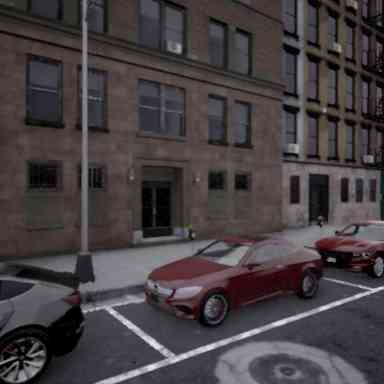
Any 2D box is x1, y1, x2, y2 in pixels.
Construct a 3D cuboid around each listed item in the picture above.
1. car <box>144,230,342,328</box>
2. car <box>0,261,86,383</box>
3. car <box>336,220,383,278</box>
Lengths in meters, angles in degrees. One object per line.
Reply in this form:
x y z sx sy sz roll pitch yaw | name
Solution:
1.063 1.589 6.946 4.206 1.307 1.802 0 0 -36 | car
-3.429 1.565 3.741 4.313 1.339 1.947 0 0 -36 | car
5.556 1.561 10.150 4.507 1.381 1.887 0 0 -36 | car
